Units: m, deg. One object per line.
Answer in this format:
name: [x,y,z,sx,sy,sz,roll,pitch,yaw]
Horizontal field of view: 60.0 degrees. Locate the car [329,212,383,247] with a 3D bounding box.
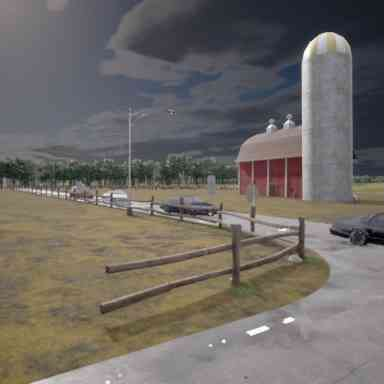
car: [7.935,1.466,12.344,2.033,1.411,5.357,-1,2,-35]

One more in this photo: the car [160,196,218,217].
car: [-0.317,0.977,23.935,2.033,1.411,5.357,-1,2,-35]

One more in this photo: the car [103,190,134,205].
car: [-7.676,0.537,34.275,1.812,1.442,4.674,-1,2,-35]

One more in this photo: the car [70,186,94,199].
car: [-14.596,-0.011,44.057,2.097,1.767,4.553,-1,2,-35]
